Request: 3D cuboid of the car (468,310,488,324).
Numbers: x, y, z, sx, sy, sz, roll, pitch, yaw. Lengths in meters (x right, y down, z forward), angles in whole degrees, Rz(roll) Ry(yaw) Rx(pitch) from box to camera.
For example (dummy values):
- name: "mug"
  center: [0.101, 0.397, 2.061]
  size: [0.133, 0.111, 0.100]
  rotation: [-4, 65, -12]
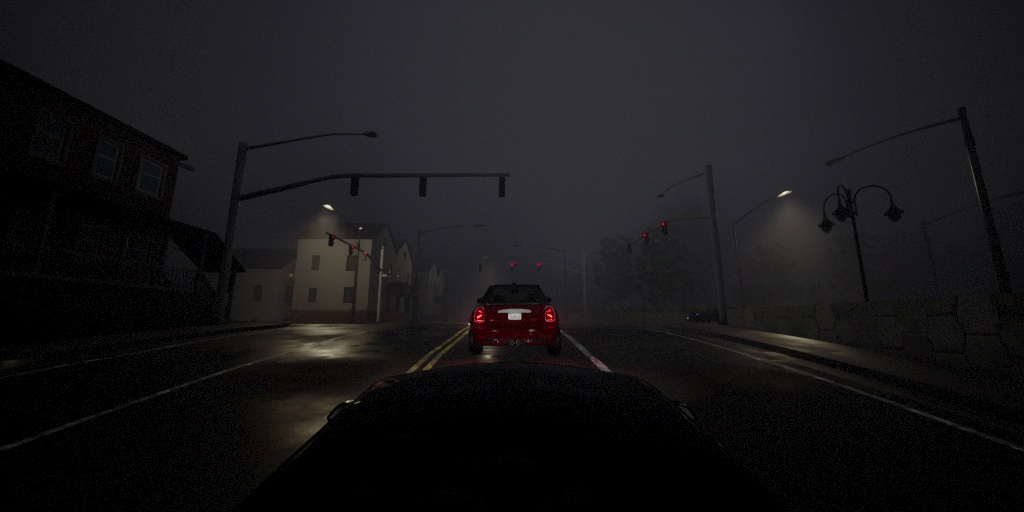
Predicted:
- name: "car"
  center: [-3.432, 6.248, 36.601]
  size: [1.895, 1.301, 4.718]
  rotation: [1, -10, -4]

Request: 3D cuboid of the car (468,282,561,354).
- name: "car"
  center: [0.062, 1.564, 10.043]
  size: [2.097, 1.767, 4.553]
  rotation: [-1, -6, 0]

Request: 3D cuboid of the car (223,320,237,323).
- name: "car"
  center: [-19.890, 5.152, 24.881]
  size: [5.008, 1.535, 1.882]
  rotation: [-9, -10, 0]

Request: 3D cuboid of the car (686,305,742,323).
- name: "car"
  center: [16.312, 4.622, 28.270]
  size: [4.902, 1.511, 2.128]
  rotation: [0, -10, 1]
